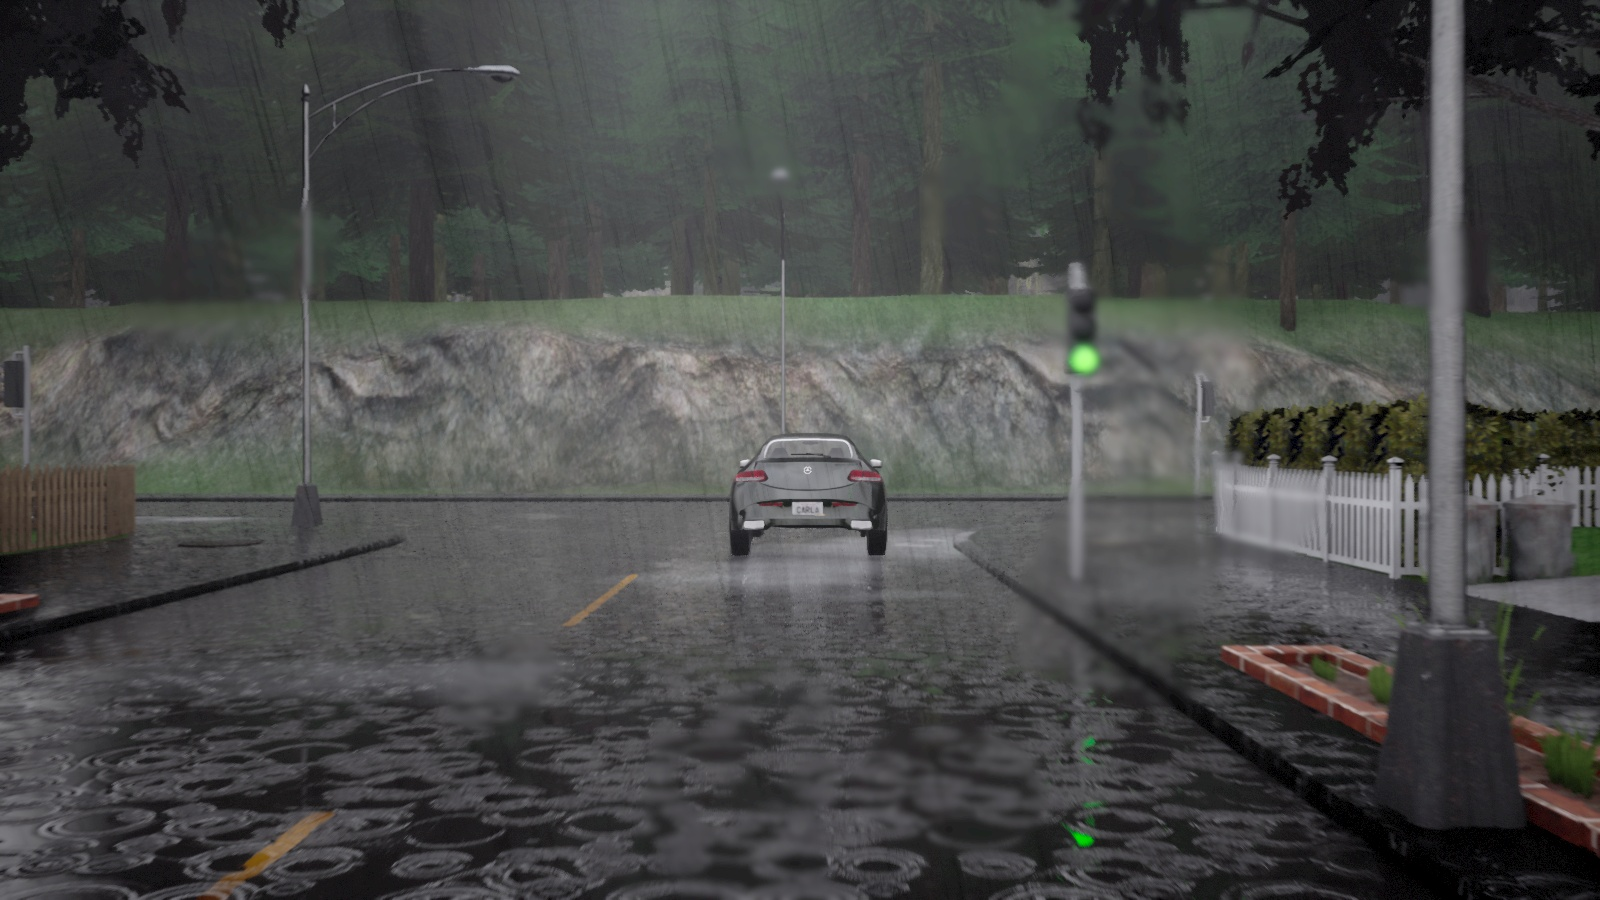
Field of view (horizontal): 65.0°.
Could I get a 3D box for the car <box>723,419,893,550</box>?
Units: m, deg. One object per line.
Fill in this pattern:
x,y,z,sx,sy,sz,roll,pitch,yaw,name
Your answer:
0.159,0.422,18.397,2.152,1.651,5.027,0,0,1,car
